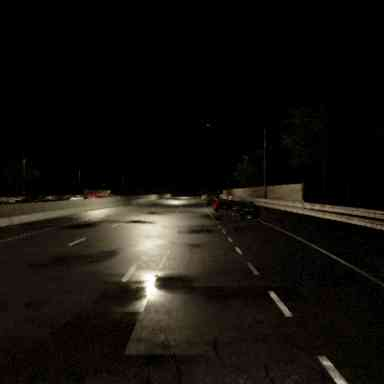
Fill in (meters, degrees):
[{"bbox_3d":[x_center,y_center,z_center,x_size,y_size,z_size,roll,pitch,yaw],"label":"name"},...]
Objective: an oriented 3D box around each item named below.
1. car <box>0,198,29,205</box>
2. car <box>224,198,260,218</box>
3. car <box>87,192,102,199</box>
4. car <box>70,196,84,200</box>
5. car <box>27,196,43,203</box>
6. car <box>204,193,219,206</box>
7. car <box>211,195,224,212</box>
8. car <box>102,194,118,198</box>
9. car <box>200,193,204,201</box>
[{"bbox_3d":[-17.517,1.561,30.428,2.033,1.411,5.357,0,0,0],"label":"car"},{"bbox_3d":[3.557,1.313,23.050,1.837,1.490,4.892,0,0,0],"label":"car"},{"bbox_3d":[-20.824,1.081,71.773,2.150,2.045,5.566,0,0,0],"label":"car"},{"bbox_3d":[-24.326,1.504,70.774,1.812,1.442,4.674,0,0,0],"label":"car"},{"bbox_3d":[-27.869,1.509,58.033,1.882,1.535,5.008,0,0,0],"label":"car"},{"bbox_3d":[3.638,1.228,56.062,2.150,2.045,5.566,0,0,0],"label":"car"},{"bbox_3d":[3.598,1.472,39.532,1.882,1.535,5.008,0,0,0],"label":"car"},{"bbox_3d":[-17.323,1.208,71.825,2.097,1.767,4.553,0,0,0],"label":"car"},{"bbox_3d":[3.706,1.625,83.600,1.895,1.301,4.718,0,0,0],"label":"car"}]
